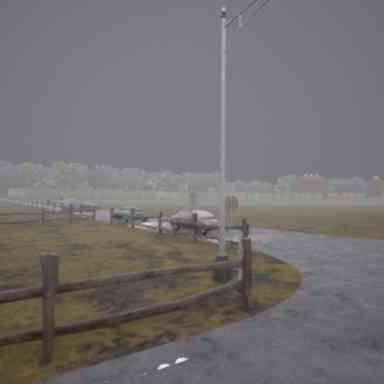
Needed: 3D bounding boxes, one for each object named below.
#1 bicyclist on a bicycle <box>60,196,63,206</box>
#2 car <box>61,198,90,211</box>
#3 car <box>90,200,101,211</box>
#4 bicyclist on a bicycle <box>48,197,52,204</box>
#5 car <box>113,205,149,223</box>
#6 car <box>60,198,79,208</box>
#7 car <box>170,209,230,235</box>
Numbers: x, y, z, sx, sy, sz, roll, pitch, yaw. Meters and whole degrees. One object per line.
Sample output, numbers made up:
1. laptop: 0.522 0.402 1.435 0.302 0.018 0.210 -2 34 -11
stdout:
1. bicyclist on a bicycle: -24.508 1.689 62.269 0.659 1.776 1.843 -1 1 -35
2. car: -15.570 1.915 43.430 2.033 1.411 5.357 -1 0 -35
3. car: -14.233 1.836 46.493 2.128 1.511 4.902 -1 0 -35
4. bicyclist on a bicycle: -29.705 1.747 69.620 0.866 1.612 1.509 -1 0 -35
5. car: -5.439 1.883 29.029 1.994 1.385 4.181 -1 0 -35
6. car: -20.272 1.841 54.963 1.837 1.490 4.892 -1 0 -35
7. car: 0.365 1.807 20.894 1.812 1.442 4.674 -1 0 -36
